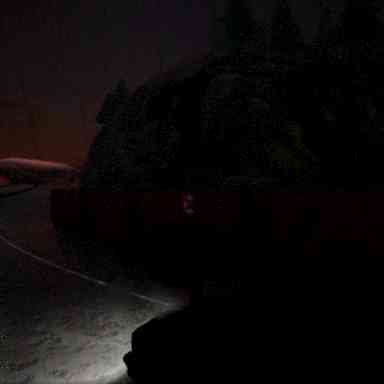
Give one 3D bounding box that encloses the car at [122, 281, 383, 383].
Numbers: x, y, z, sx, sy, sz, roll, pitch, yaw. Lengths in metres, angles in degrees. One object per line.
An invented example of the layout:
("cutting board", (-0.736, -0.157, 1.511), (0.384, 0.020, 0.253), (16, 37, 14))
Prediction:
("car", (1.818, 1.562, 2.755), (5.357, 1.411, 2.033), (0, 0, 38))
